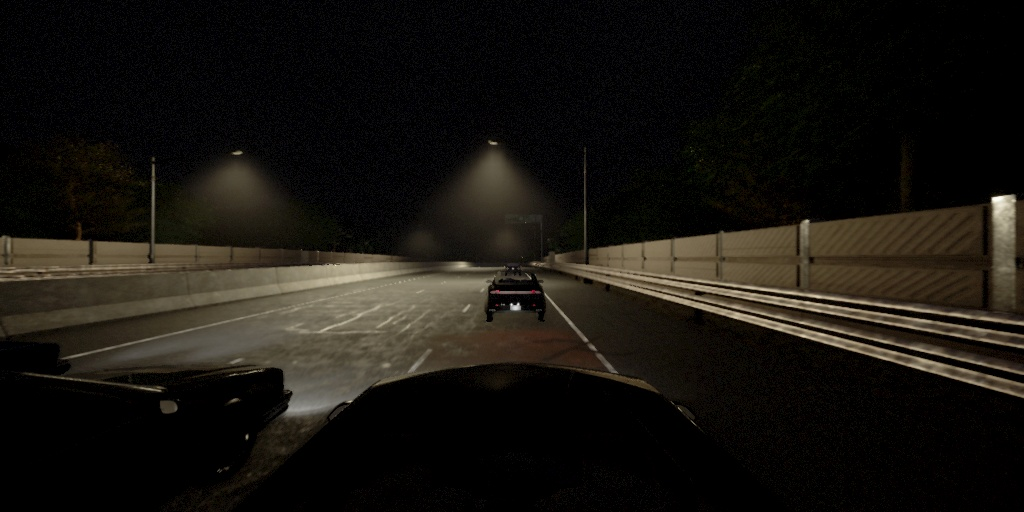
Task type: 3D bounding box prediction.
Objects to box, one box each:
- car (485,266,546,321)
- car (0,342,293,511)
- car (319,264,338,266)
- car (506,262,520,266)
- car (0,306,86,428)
[{"bbox_3d":[0.104,1.257,12.572,2.128,1.511,4.902,0,0,0],"label":"car"},{"bbox_3d":[-3.397,1.297,1.568,2.033,1.411,5.357,0,0,0],"label":"car"},{"bbox_3d":[-17.541,1.439,33.986,1.895,1.301,4.718,0,0,0],"label":"car"},{"bbox_3d":[0.111,1.444,41.329,2.033,1.411,5.357,0,-1,0],"label":"car"},{"bbox_3d":[-6.899,1.352,2.644,1.895,1.301,4.718,0,0,0],"label":"car"}]
